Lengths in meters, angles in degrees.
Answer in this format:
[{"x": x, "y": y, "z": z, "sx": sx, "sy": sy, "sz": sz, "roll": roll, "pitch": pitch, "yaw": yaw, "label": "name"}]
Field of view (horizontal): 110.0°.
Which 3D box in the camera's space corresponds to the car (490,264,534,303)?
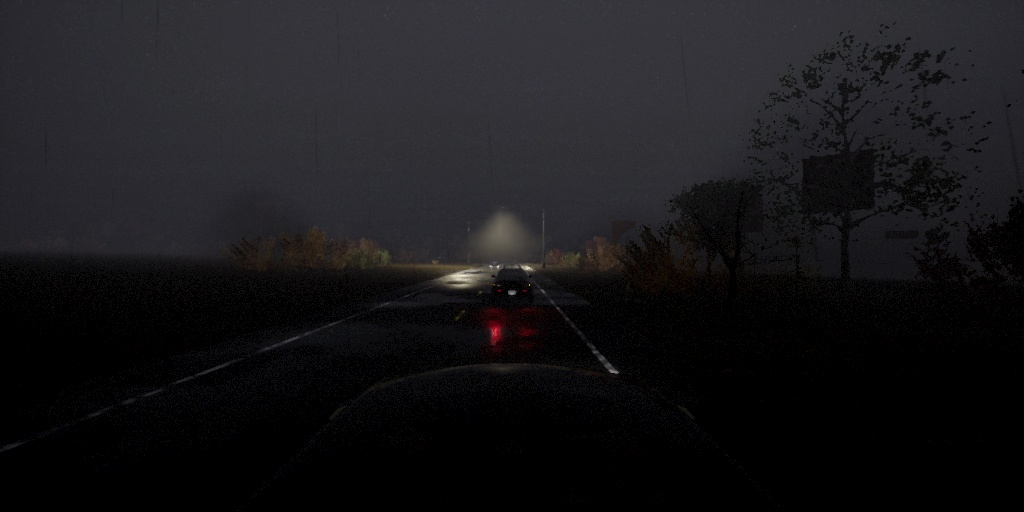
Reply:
[{"x": 0.000, "y": 1.285, "z": 16.501, "sx": 1.812, "sy": 1.442, "sz": 4.674, "roll": 0, "pitch": 0, "yaw": 0, "label": "car"}]
